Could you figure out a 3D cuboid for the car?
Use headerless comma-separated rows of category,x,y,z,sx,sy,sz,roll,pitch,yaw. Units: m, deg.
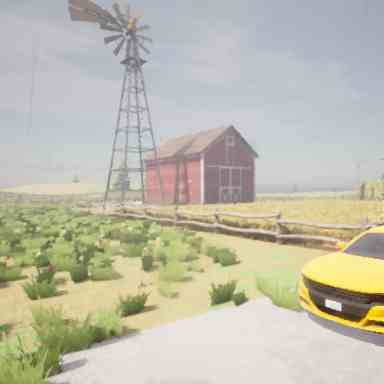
car,4.167,1.418,6.469,5.008,1.535,1.882,0,0,-35
